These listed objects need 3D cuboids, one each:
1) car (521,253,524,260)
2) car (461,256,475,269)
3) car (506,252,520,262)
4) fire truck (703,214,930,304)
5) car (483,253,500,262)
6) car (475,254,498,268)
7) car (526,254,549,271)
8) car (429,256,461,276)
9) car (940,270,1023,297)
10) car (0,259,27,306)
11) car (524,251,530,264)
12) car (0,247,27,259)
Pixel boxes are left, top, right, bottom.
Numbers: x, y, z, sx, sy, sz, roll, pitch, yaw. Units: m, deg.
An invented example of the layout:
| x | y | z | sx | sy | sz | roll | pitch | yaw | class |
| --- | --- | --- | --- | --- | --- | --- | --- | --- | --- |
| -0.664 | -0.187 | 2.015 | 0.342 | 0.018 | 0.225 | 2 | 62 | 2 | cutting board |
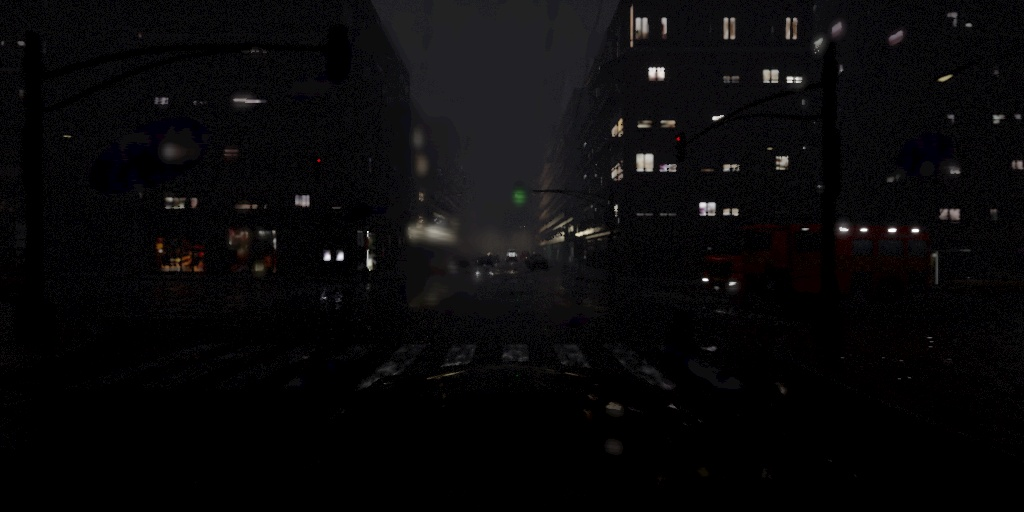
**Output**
| x | y | z | sx | sy | sz | roll | pitch | yaw | class |
| --- | --- | --- | --- | --- | --- | --- | --- | --- | --- |
| 2.677 | 0.524 | 51.986 | 1.802 | 1.307 | 4.207 | 0 | 0 | 0 | car |
| -5.701 | 0.664 | 40.953 | 1.888 | 1.381 | 4.507 | 0 | 0 | 0 | car |
| -0.015 | 0.395 | 61.278 | 1.895 | 1.301 | 4.718 | 0 | 1 | 0 | car |
| 13.769 | 0.103 | 16.697 | 8.468 | 3.827 | 2.891 | 1 | 0 | 0 | fire truck |
| -3.060 | 0.316 | 59.347 | 2.128 | 1.511 | 4.902 | 0 | 1 | 0 | car |
| -3.088 | 0.690 | 42.805 | 1.895 | 1.301 | 4.718 | 0 | 1 | 0 | car |
| 2.682 | 0.752 | 35.418 | 1.888 | 1.381 | 4.507 | 0 | 0 | 0 | car |
| -5.697 | 0.821 | 29.737 | 1.751 | 1.417 | 4.829 | 0 | 0 | 0 | car |
| 26.241 | 1.464 | 19.459 | 4.829 | 1.417 | 1.751 | 0 | 0 | 0 | car |
| -17.265 | 0.864 | 10.759 | 4.507 | 1.381 | 1.888 | 0 | 0 | 0 | car |
| 2.680 | 0.559 | 40.941 | 1.967 | 1.591 | 4.097 | 0 | 0 | 0 | car |
| -28.651 | 0.403 | 19.048 | 5.009 | 1.841 | 2.192 | 0 | 0 | 0 | car |
